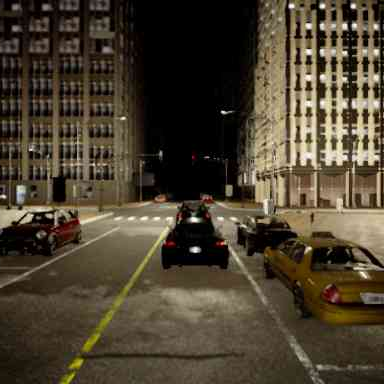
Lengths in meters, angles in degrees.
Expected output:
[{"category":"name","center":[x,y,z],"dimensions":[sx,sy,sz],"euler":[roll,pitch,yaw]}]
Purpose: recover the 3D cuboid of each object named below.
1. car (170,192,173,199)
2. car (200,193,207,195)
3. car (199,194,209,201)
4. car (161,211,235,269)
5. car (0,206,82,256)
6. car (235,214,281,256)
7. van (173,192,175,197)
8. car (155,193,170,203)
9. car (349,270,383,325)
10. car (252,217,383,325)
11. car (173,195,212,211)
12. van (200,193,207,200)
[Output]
[{"category":"car","center":[-5.729,1.078,67.602],"dimensions":[2.192,1.841,5.009],"euler":[0,0,0]},{"category":"car","center":[2.776,1.229,61.917],"dimensions":[1.967,1.590,4.097],"euler":[0,0,0]},{"category":"car","center":[2.678,1.175,73.285],"dimensions":[1.967,1.590,4.097],"euler":[0,0,0]},{"category":"car","center":[0.096,1.535,11.028],"dimensions":[1.994,1.385,4.181],"euler":[0,0,0]},{"category":"car","center":[-5.690,1.407,12.654],"dimensions":[1.967,1.590,4.097],"euler":[0,0,0]},{"category":"car","center":[2.690,1.517,12.657],"dimensions":[2.008,1.369,4.403],"euler":[0,0,0]},{"category":"van","center":[-5.703,1.019,84.657],"dimensions":[1.690,1.788,3.998],"euler":[0,0,0]},{"category":"car","center":[-5.795,1.229,61.917],"dimensions":[1.967,1.590,4.097],"euler":[0,0,0]},{"category":"car","center":[2.692,1.547,1.319],"dimensions":[2.008,1.369,4.403],"euler":[0,0,0]},{"category":"car","center":[2.691,1.507,7.160],"dimensions":[1.752,1.417,4.829],"euler":[0,0,0]},{"category":"car","center":[0.095,1.293,20.947],"dimensions":[2.097,1.767,4.553],"euler":[0,0,0]},{"category":"van","center":[2.678,1.048,78.970],"dimensions":[1.690,1.788,3.998],"euler":[0,0,0]}]
